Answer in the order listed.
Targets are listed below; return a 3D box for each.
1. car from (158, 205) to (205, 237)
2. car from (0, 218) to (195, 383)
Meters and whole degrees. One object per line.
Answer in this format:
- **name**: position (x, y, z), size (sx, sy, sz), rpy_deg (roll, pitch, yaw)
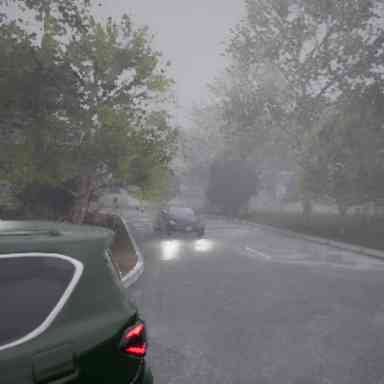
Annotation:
- **car**: position (-0.685, 1.414, 17.431), size (1.812, 1.442, 4.674), rpy_deg (1, 0, -14)
- **car**: position (-2.763, 1.241, 1.452), size (5.566, 2.045, 2.150), rpy_deg (1, -1, -44)
